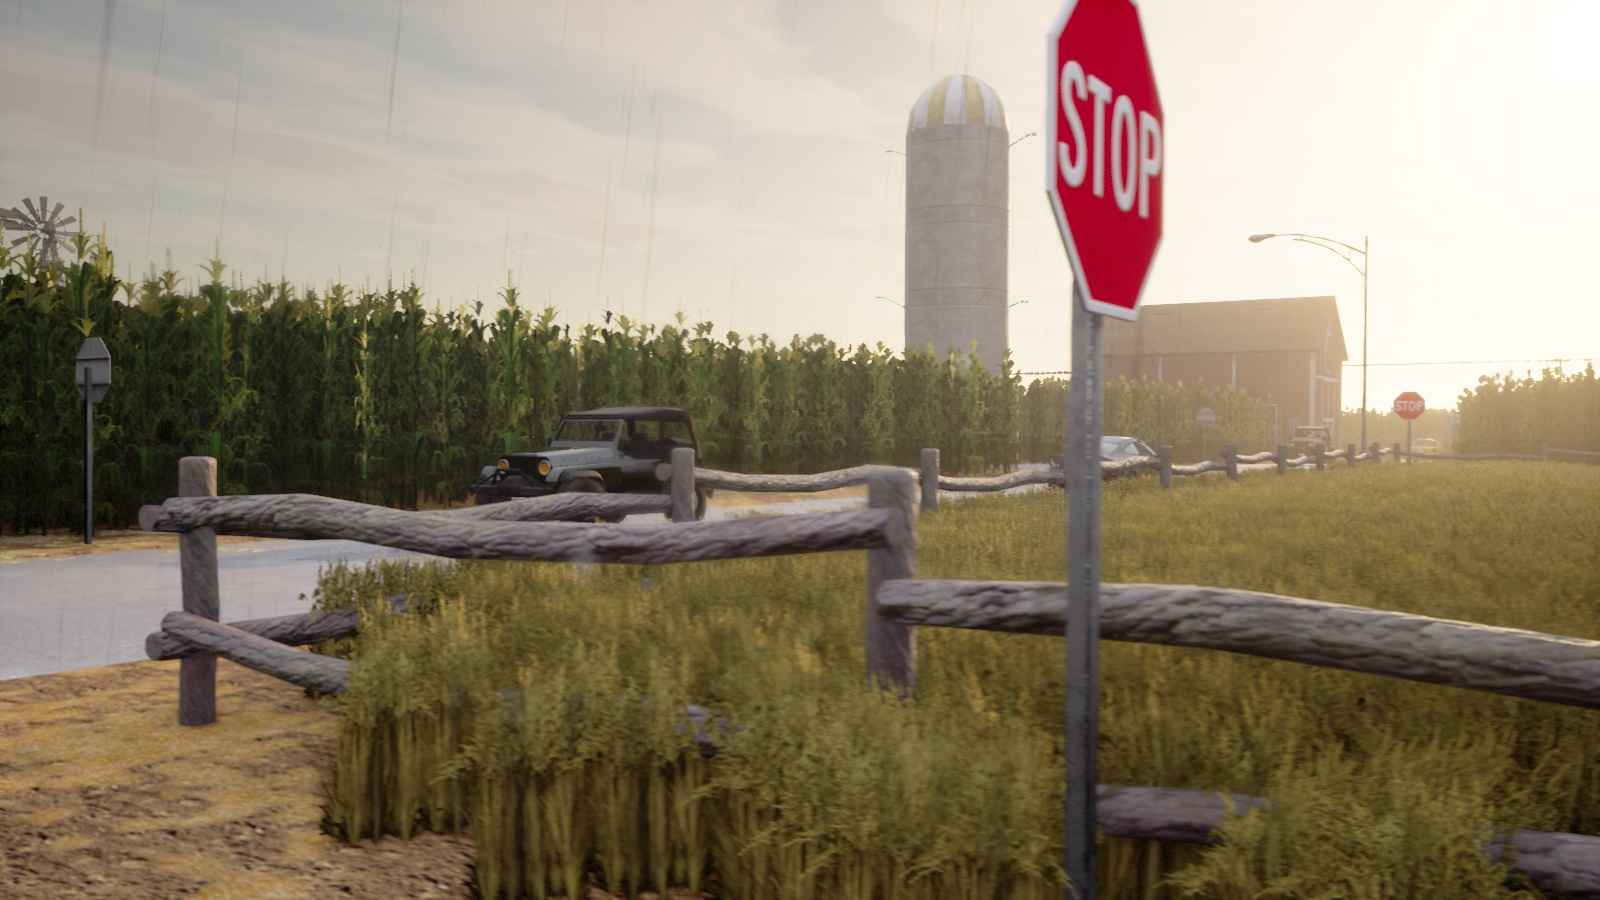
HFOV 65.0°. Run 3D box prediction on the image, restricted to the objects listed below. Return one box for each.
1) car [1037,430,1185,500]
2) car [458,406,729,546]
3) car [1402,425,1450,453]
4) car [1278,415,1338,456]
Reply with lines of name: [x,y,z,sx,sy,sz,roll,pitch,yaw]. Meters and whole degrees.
car: [7.231,0.282,28.820,1.812,1.442,4.674,0,1,34]
car: [-3.011,0.318,19.045,1.905,1.878,3.866,0,1,34]
car: [35.705,-0.631,71.533,1.801,1.575,5.366,0,1,34]
car: [24.353,-0.667,60.094,1.905,1.878,3.866,0,0,34]
